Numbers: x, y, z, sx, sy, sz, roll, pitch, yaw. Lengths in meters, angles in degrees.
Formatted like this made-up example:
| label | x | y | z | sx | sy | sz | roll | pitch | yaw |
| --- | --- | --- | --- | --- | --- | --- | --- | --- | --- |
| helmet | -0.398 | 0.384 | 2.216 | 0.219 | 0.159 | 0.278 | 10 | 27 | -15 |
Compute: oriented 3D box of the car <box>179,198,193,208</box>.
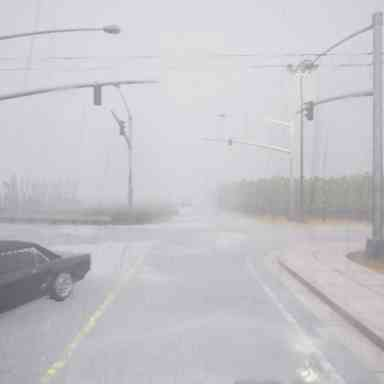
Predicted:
| label | x | y | z | sx | sy | sz | roll | pitch | yaw |
| --- | --- | --- | --- | --- | --- | --- | --- | --- | --- |
| car | -0.952 | 1.615 | 51.042 | 2.033 | 1.411 | 5.357 | 0 | 0 | -3 |

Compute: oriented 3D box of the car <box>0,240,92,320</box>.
| label | x | y | z | sx | sy | sz | roll | pitch | yaw |
| --- | --- | --- | --- | --- | --- | --- | --- | --- | --- |
| car | -3.894 | 1.620 | 5.868 | 1.895 | 1.301 | 4.718 | 0 | 0 | 17 |
